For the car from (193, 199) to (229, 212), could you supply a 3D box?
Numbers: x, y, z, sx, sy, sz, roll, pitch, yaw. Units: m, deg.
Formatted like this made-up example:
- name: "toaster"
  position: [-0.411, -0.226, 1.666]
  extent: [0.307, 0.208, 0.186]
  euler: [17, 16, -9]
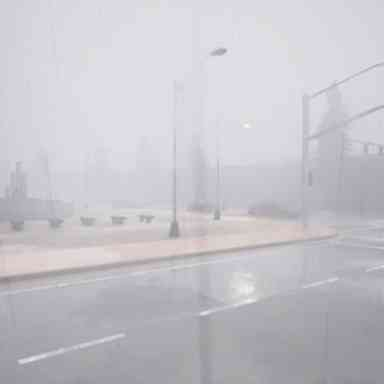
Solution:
- name: "car"
  position: [2.257, 1.653, 41.020]
  extent: [1.994, 1.385, 4.181]
  euler: [0, 0, -43]

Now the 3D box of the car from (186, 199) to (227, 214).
- name: "car"
  position: [1.390, 1.569, 36.680]
  extent: [2.128, 1.511, 4.902]
  euler: [0, 0, -39]

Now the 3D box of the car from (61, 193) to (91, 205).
- name: "car"
  position: [-21.614, 1.284, 61.925]
  extent: [5.566, 2.045, 2.150]
  euler: [0, 0, 10]

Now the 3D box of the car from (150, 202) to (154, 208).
- name: "car"
  position: [-7.915, 1.576, 49.426]
  extent: [4.892, 1.490, 1.837]
  euler: [2, 1, 29]

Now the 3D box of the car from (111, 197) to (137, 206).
- name: "car"
  position: [-12.065, 1.648, 59.214]
  extent: [4.181, 1.385, 1.994]
  euler: [0, 0, 22]

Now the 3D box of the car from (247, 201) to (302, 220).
- name: "car"
  position: [7.271, 1.626, 28.998]
  extent: [2.033, 1.411, 5.357]
  euler: [0, 0, -36]

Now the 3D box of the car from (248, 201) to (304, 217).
- name: "car"
  position: [8.333, 1.638, 33.470]
  extent: [2.033, 1.411, 5.357]
  euler: [0, 0, -36]

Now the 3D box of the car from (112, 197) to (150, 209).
- name: "car"
  position: [-8.774, 1.556, 45.870]
  extent: [4.902, 1.511, 2.128]
  euler: [0, 0, 31]
